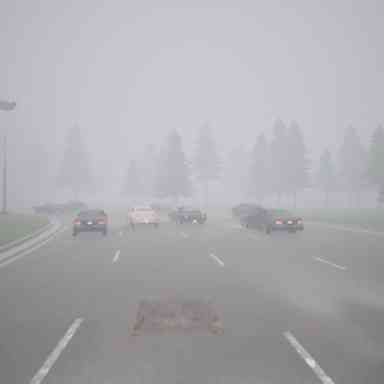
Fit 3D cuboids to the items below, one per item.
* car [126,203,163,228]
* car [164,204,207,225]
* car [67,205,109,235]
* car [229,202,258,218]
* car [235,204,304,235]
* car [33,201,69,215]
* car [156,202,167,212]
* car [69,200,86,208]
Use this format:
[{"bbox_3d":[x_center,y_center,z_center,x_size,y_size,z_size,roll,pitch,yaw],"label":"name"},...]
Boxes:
[{"bbox_3d":[-3.655,1.718,24.046,1.812,1.442,4.674,0,-1,-17],"label":"car"},{"bbox_3d":[-0.497,1.802,25.756,1.895,1.301,4.718,0,0,-17],"label":"car"},{"bbox_3d":[-6.039,1.712,19.947,2.033,1.411,5.357,0,0,-15],"label":"car"},{"bbox_3d":[5.138,1.738,31.095,1.837,1.490,4.892,1,-1,-19],"label":"car"},{"bbox_3d":[4.666,1.697,20.191,2.033,1.411,5.357,0,0,-13],"label":"car"},{"bbox_3d":[-16.679,1.927,38.792,4.718,1.301,1.895,-1,-1,42],"label":"car"},{"bbox_3d":[-4.137,1.922,40.677,1.895,1.301,4.718,0,-1,-35],"label":"car"},{"bbox_3d":[-15.065,1.848,41.794,4.892,1.490,1.837,-2,-2,41],"label":"car"}]
